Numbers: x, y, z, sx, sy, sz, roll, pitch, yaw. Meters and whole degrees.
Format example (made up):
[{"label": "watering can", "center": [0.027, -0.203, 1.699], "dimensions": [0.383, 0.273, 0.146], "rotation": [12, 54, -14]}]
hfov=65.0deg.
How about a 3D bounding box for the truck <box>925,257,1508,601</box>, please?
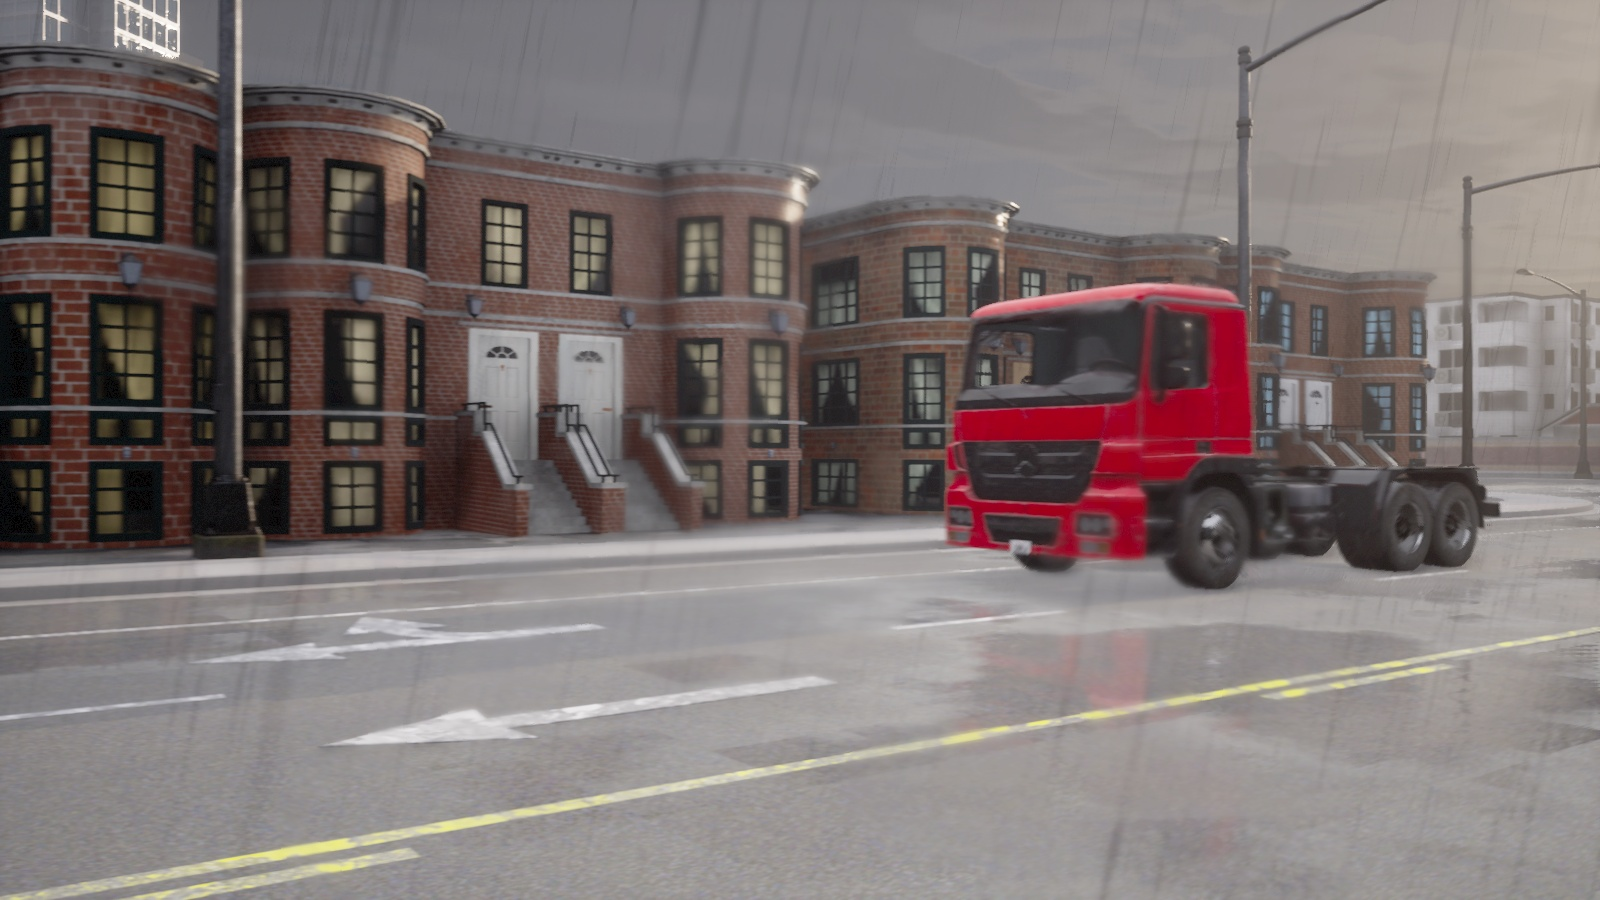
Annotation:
[{"label": "truck", "center": [5.579, -0.209, 16.072], "dimensions": [7.936, 3.462, 2.891], "rotation": [0, 0, -35]}]
